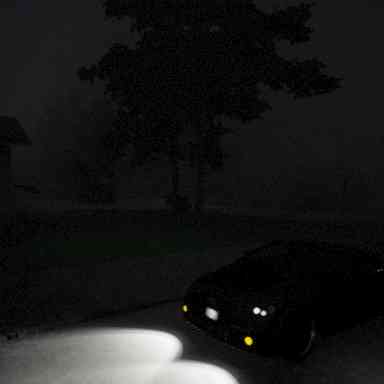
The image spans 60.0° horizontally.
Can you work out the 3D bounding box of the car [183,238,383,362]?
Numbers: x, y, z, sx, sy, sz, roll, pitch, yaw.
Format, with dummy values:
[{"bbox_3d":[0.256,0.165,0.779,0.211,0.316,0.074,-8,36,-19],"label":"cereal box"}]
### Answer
[{"bbox_3d":[1.916,1.565,5.914,4.181,1.385,1.994,0,0,-35],"label":"car"}]
